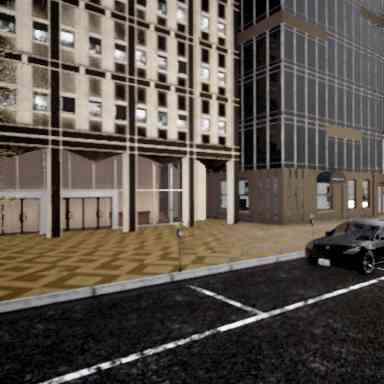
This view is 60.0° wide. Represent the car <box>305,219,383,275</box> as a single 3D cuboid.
[{"bbox_3d":[5.411,1.560,10.422,4.313,1.339,1.947,0,0,-35],"label":"car"}]
